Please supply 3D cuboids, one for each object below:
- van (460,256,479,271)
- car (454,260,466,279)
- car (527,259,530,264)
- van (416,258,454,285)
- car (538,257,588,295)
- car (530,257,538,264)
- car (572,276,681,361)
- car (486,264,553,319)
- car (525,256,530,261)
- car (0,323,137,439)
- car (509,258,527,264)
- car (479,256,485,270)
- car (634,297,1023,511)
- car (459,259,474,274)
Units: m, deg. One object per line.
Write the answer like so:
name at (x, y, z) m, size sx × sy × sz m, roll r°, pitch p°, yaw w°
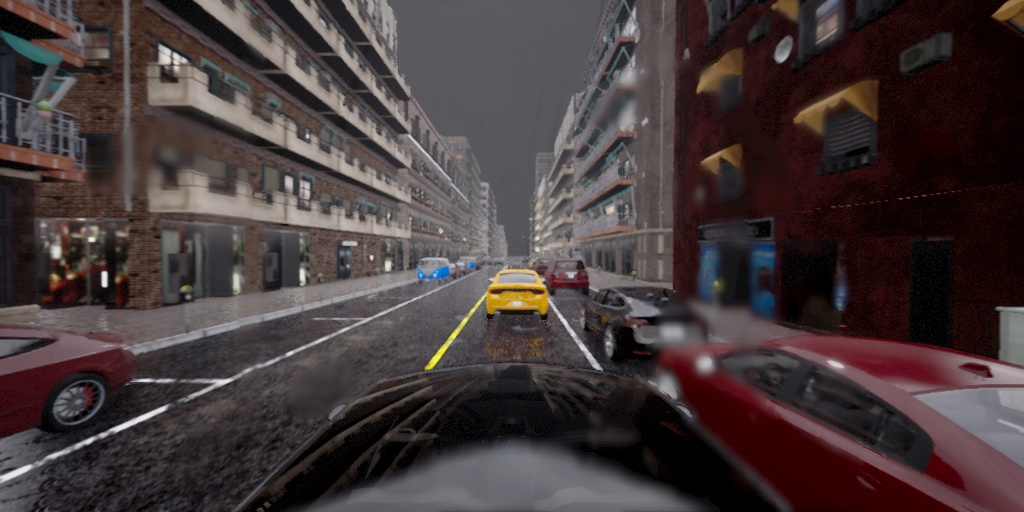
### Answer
van at (-5.291, 0.996, 42.216) m, size 1.690 × 1.789 × 3.998 m, roll 0°, pitch 0°, yaw 1°
car at (-5.389, 1.255, 30.888) m, size 1.802 × 1.307 × 4.207 m, roll 0°, pitch 0°, yaw 1°
car at (3.071, 1.275, 42.102) m, size 1.802 × 1.307 × 4.207 m, roll 0°, pitch 0°, yaw 1°
van at (-5.445, 1.023, 25.225) m, size 1.690 × 1.789 × 3.998 m, roll 0°, pitch 0°, yaw 1°
car at (2.846, 1.044, 19.447) m, size 2.192 × 1.841 × 5.009 m, roll 0°, pitch 0°, yaw 1°
car at (2.958, 1.025, 30.775) m, size 2.192 × 1.841 × 5.009 m, roll 0°, pitch 0°, yaw 1°
car at (2.733, 1.316, 8.121) m, size 1.948 × 1.339 × 4.313 m, roll 0°, pitch 0°, yaw 1°
car at (0.181, 1.207, 12.789) m, size 1.882 × 1.535 × 5.008 m, roll 0°, pitch 0°, yaw 1°
car at (3.541, 1.127, 57.724) m, size 1.801 × 1.575 × 5.366 m, roll 0°, pitch 0°, yaw 1°
car at (-5.667, 1.304, 2.885) m, size 1.802 × 1.307 × 4.207 m, roll 0°, pitch 0°, yaw 1°
car at (0.487, 1.281, 42.781) m, size 1.895 × 1.301 × 4.718 m, roll 0°, pitch 0°, yaw 1°
car at (-5.263, 0.961, 47.880) m, size 2.192 × 1.841 × 5.009 m, roll 0°, pitch 0°, yaw 1°
car at (2.680, 1.305, 2.800) m, size 1.888 × 1.381 × 4.507 m, roll 0°, pitch 0°, yaw 1°
car at (-5.335, 1.246, 36.551) m, size 1.802 × 1.307 × 4.207 m, roll 0°, pitch 0°, yaw 1°
